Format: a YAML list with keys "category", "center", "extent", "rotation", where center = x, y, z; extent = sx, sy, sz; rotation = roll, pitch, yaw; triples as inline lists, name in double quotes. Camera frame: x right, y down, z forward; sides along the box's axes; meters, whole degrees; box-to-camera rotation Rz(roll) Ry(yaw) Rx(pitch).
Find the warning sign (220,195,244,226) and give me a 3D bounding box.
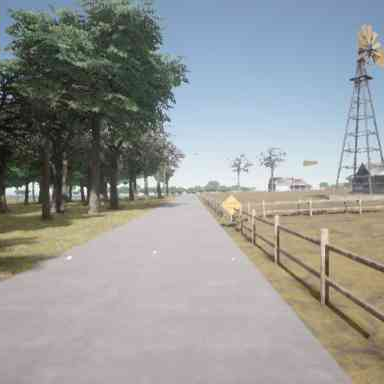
- category: "warning sign"
  center: [2.441, 1.093, 20.473]
  extent: [1.300, 1.860, 1.060]
  rotation: [-1, -1, 0]
